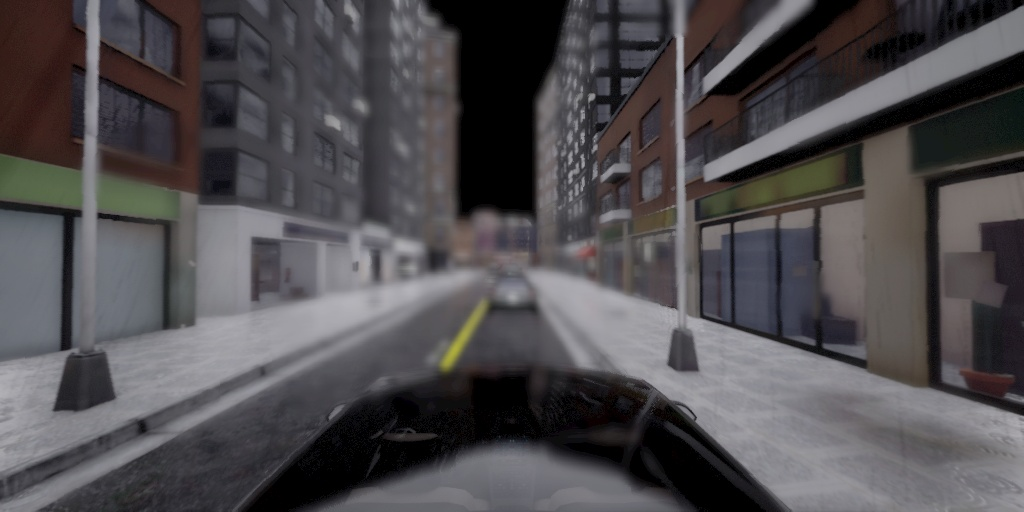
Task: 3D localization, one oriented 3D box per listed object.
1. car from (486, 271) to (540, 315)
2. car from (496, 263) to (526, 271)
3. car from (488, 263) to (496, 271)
[{"bbox_3d":[0.052,1.466,14.489,1.994,1.385,4.181,0,-1,1],"label":"car"},{"bbox_3d":[0.050,1.426,29.162,2.097,1.767,4.553,0,-1,0],"label":"car"},{"bbox_3d":[-2.539,1.893,55.988,1.837,1.490,4.892,0,-1,1],"label":"car"}]
